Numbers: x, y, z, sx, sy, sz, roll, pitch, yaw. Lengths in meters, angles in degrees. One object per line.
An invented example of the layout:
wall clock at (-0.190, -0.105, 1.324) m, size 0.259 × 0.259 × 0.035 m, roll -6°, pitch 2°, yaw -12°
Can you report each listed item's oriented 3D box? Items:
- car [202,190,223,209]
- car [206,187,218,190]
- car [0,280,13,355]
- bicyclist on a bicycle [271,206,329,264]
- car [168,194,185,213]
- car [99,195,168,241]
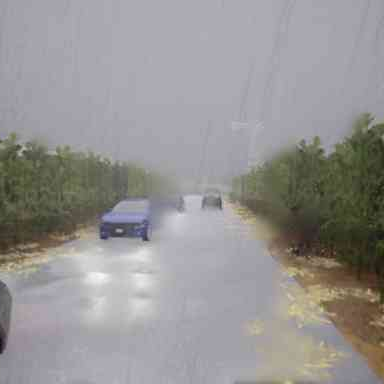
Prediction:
car at (1.986, 0.848, 32.747) m, size 1.882 × 1.535 × 5.008 m, roll 1°, pitch 1°, yaw 4°
car at (2.853, 0.376, 47.114) m, size 2.150 × 2.045 × 5.566 m, roll 1°, pitch 1°, yaw 3°
car at (-3.171, 1.421, 2.059) m, size 1.837 × 1.490 × 4.892 m, roll 1°, pitch 1°, yaw 3°
bicyclist on a bicycle at (3.067, 1.236, 9.429) m, size 1.656 × 1.620 × 0.582 m, roll 1°, pitch 2°, yaw 3°
car at (-1.610, 0.913, 27.563) m, size 2.033 × 1.411 × 5.357 m, roll 1°, pitch 0°, yaw 4°
car at (-2.426, 1.034, 14.300) m, size 1.882 × 1.535 × 5.008 m, roll 1°, pitch 2°, yaw 4°
